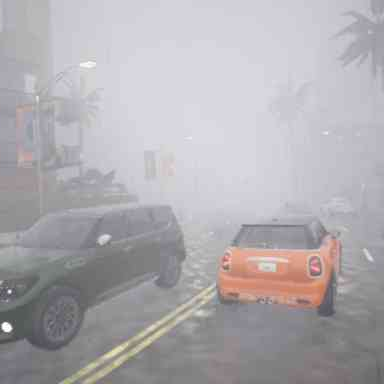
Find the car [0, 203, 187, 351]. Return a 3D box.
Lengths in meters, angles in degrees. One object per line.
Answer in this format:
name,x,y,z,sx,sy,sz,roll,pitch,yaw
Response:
car,-2.124,1.334,7.022,2.150,2.045,5.566,-2,0,27

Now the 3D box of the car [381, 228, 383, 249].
car,7.140,1.324,10.147,1.994,1.385,4.181,-2,0,22

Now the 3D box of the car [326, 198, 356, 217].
car,11.630,1.177,26.693,1.812,1.442,4.674,-2,0,8

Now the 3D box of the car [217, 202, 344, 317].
car,2.240,1.295,7.702,2.097,1.767,4.553,-2,0,26

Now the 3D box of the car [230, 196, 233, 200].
car,11.236,1.337,90.291,1.816,1.474,4.193,-2,0,-43

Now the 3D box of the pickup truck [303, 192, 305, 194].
pickup truck,23.947,0.411,64.423,6.274,2.098,2.390,-2,0,-43
